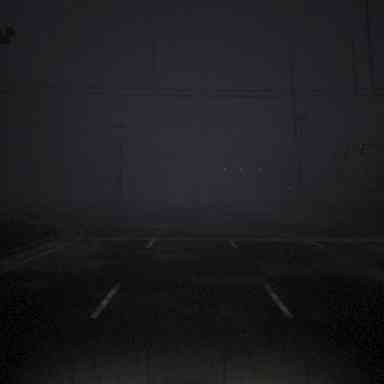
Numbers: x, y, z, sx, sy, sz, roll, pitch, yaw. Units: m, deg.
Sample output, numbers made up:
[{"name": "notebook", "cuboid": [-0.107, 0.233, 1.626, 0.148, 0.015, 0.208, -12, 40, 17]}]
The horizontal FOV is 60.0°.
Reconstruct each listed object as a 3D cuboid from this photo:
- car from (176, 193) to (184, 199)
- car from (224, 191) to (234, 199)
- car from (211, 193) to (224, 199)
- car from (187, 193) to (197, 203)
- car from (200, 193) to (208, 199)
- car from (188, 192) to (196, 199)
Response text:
[{"name": "car", "cuboid": [-3.503, 1.127, 93.435, 1.837, 1.490, 4.892, 0, 0, 0]}, {"name": "car", "cuboid": [10.497, 0.853, 93.047, 2.150, 2.045, 5.566, 0, 0, 0]}, {"name": "car", "cuboid": [6.997, 0.982, 93.339, 2.097, 1.767, 4.553, 0, 0, 0]}, {"name": "car", "cuboid": [-0.002, 1.310, 63.327, 1.994, 1.385, 4.181, 0, 0, 0]}, {"name": "car", "cuboid": [3.497, 1.127, 93.367, 1.837, 1.490, 4.892, 0, 0, 0]}, {"name": "car", "cuboid": [-0.003, 0.982, 93.414, 2.097, 1.767, 4.553, 0, 0, 0]}]
